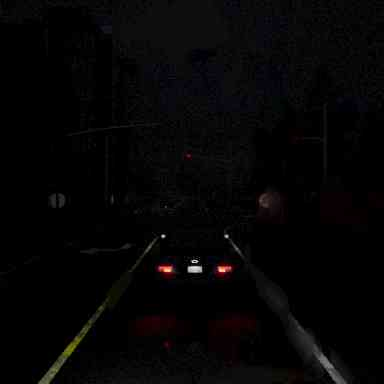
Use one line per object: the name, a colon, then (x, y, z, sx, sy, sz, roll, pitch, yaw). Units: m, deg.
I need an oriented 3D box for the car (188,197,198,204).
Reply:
car: (0.204, 1.601, 62.871, 1.895, 1.301, 4.718, 0, 0, 0)

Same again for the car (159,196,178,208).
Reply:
car: (-3.510, 1.547, 47.446, 2.033, 1.411, 5.357, 0, 0, 0)

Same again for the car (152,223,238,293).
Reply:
car: (0.074, 1.547, 8.964, 2.033, 1.411, 5.357, 0, 0, 0)

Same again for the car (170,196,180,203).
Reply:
car: (-3.396, 1.505, 67.885, 1.837, 1.490, 4.892, 0, 0, 0)

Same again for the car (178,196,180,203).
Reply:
car: (-3.481, 1.505, 57.507, 1.837, 1.490, 4.892, 0, 0, 0)
